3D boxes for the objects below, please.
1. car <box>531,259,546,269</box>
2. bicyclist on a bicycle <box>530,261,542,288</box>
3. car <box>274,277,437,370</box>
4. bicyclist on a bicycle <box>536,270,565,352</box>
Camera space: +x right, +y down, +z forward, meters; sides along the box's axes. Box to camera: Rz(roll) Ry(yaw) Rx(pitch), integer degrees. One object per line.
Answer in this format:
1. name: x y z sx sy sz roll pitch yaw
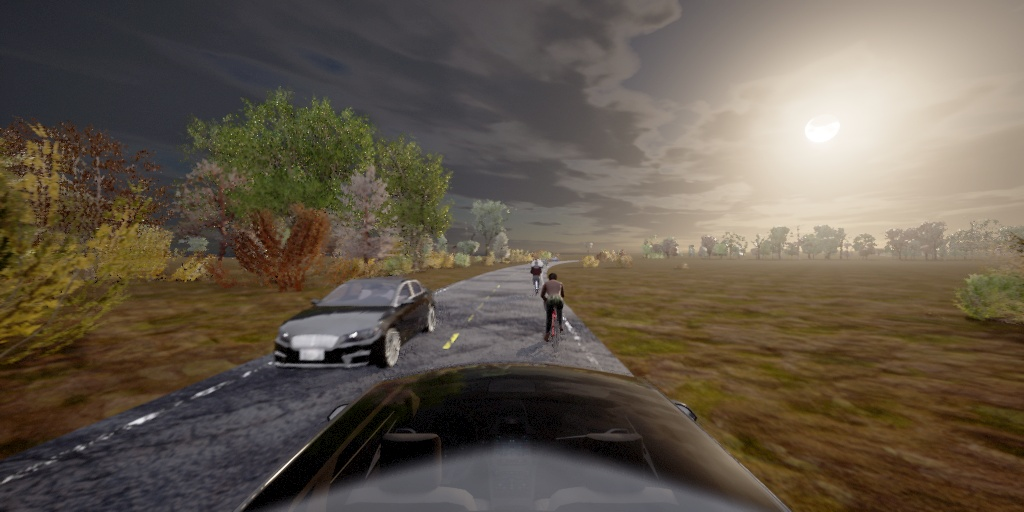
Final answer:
1. car: 4.173 1.292 58.768 1.812 1.442 4.674 0 0 8
2. bicyclist on a bicycle: 1.230 1.122 18.145 0.659 1.776 1.843 0 0 2
3. car: -2.999 1.241 7.916 2.128 1.511 4.902 0 0 1
4. bicyclist on a bicycle: 0.922 1.203 7.983 0.582 1.620 1.656 0 0 1
